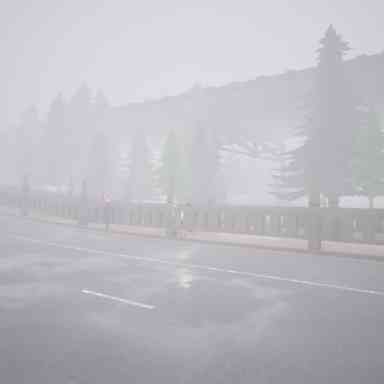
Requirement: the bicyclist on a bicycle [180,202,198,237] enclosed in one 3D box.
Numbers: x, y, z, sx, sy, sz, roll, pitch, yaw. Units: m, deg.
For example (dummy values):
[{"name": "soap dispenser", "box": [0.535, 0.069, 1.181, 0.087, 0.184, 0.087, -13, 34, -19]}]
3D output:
[{"name": "bicyclist on a bicycle", "box": [-0.097, 1.338, 16.118, 0.582, 1.620, 1.656, 1, -3, 33]}]
